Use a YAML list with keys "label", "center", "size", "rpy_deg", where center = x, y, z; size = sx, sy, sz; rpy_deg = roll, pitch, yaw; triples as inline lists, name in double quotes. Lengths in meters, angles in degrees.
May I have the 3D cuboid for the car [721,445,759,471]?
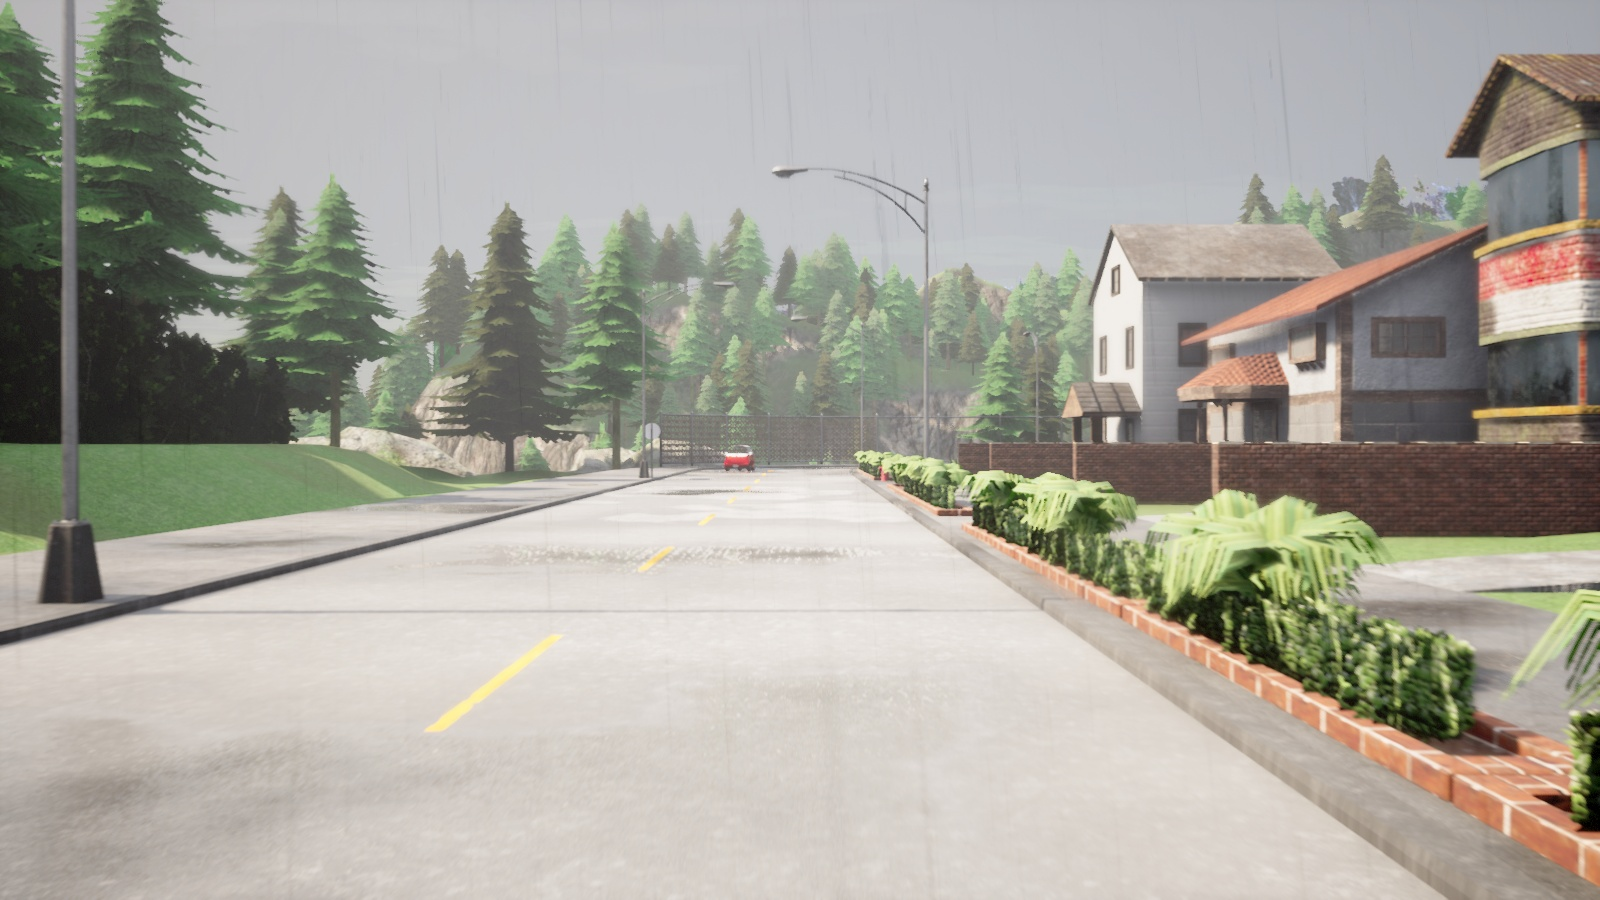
- label: "car"
  center: [-3.145, 0.425, 66.578]
  size: [1.481, 1.376, 2.207]
  rpy_deg: [0, 0, 13]
